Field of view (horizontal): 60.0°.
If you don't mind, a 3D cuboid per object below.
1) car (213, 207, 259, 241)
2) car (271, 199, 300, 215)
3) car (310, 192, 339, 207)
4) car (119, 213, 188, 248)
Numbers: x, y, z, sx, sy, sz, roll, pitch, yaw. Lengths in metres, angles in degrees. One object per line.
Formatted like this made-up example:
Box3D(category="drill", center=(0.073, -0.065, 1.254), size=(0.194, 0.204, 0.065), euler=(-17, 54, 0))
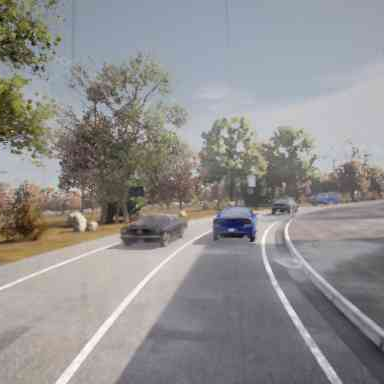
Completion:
Box3D(category="car", center=(2.279, 1.486, 16.722), size=(1.882, 1.535, 5.008), euler=(-1, 0, 14))
Box3D(category="car", center=(9.491, 1.460, 33.645), size=(1.837, 1.490, 4.892), euler=(-4, -1, 31))
Box3D(category="car", center=(20.575, 1.121, 51.456), size=(5.566, 2.045, 2.150), euler=(-2, -3, -39))
Box3D(category="car", center=(-1.614, 1.674, 15.441), size=(1.895, 1.301, 4.718), euler=(-1, -1, 12))
